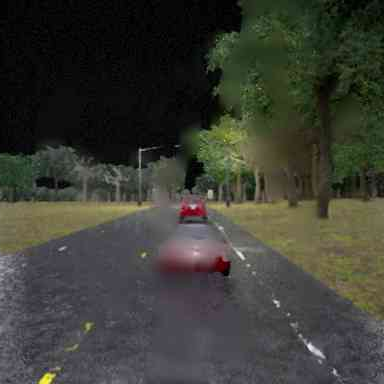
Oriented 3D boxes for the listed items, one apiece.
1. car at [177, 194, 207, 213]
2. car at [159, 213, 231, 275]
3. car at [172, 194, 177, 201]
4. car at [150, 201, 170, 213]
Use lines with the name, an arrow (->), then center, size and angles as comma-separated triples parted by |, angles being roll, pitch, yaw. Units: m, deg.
car -> 0.105, 1.323, 28.527 | 2.150, 2.045, 5.566 | 0, 0, 0
car -> 0.089, 1.599, 10.591 | 1.994, 1.385, 4.181 | 0, 0, 0
car -> -3.467, 1.430, 78.609 | 2.150, 2.045, 5.566 | 0, -1, 0
car -> -3.577, 1.712, 38.186 | 1.994, 1.385, 4.181 | 0, 0, 0
